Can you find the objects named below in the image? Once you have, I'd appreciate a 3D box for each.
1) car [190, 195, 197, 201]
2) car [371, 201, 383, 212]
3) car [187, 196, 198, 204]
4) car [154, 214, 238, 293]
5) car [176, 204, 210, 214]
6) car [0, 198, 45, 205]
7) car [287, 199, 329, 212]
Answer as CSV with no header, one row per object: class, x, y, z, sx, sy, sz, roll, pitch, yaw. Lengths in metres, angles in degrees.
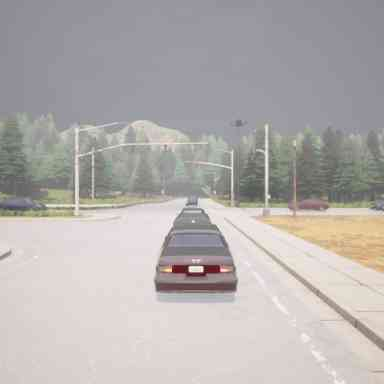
car,0.411,1.597,87.960,1.895,1.301,4.718,0,0,2
car,23.442,1.497,38.730,4.902,1.511,2.128,0,0,1
car,0.015,1.549,55.457,2.033,1.411,5.357,0,0,0
car,0.077,1.549,8.987,2.033,1.411,5.357,0,0,0
car,0.044,1.562,18.212,1.994,1.385,4.181,0,0,1
car,-18.086,1.397,35.750,4.553,1.767,2.097,0,0,1
car,13.580,1.542,38.899,4.674,1.442,1.812,0,0,1
